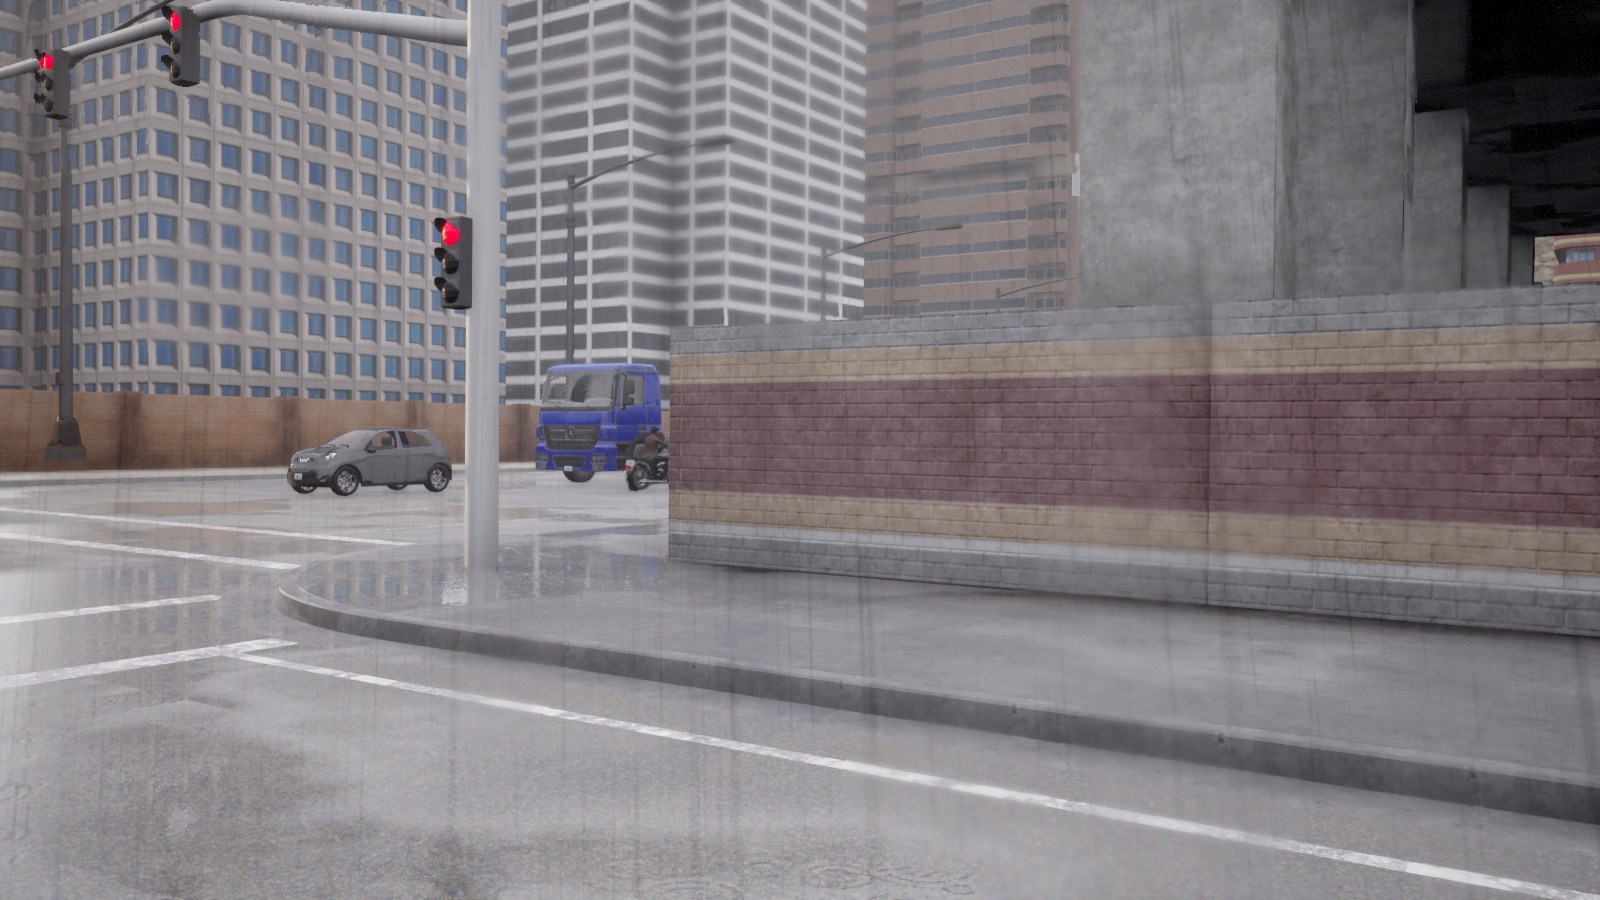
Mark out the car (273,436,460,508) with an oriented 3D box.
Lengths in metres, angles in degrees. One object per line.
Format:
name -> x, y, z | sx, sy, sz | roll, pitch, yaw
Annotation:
car -> -9.798, 0.444, 28.592 | 1.845, 1.501, 3.633 | 0, 1, 34

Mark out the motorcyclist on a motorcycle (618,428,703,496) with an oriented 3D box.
motorcyclist on a motorcycle -> -3.486, 0.281, 31.677 | 0.766, 1.649, 2.350 | 0, 1, 34

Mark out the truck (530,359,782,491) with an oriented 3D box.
truck -> -4.016, -0.721, 37.134 | 2.891, 3.462, 7.936 | 0, 1, 34
